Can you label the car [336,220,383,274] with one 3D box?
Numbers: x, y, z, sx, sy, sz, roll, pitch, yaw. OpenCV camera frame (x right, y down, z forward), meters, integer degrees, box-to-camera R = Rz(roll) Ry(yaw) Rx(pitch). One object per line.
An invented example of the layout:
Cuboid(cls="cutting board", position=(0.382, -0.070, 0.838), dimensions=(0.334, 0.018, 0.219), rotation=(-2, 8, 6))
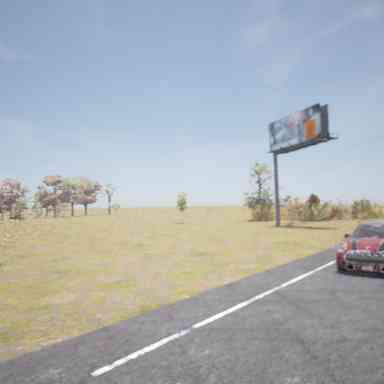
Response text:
Cuboid(cls="car", position=(6.858, 1.862, 12.165), dimensions=(2.097, 1.767, 4.553), rotation=(-4, -4, 39))
